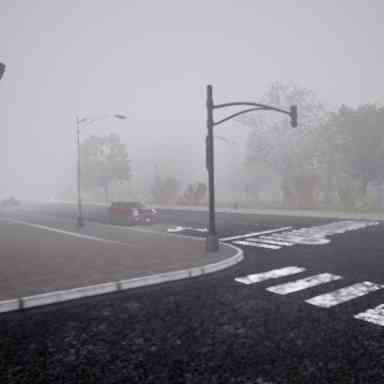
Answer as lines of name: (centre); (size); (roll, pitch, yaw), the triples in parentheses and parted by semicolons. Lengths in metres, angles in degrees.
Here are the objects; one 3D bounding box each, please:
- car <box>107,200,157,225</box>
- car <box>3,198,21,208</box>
car: (-4.606, 1.443, 25.162); (2.097, 1.767, 4.553); (-2, 1, -42)
car: (-28.412, 1.676, 52.450); (1.994, 1.385, 4.181); (-2, 1, -40)
